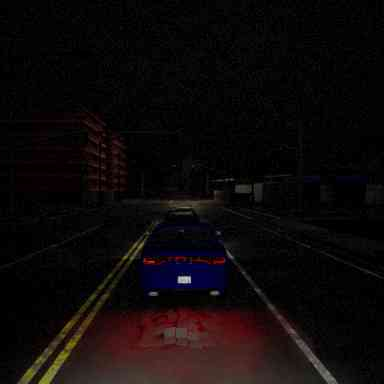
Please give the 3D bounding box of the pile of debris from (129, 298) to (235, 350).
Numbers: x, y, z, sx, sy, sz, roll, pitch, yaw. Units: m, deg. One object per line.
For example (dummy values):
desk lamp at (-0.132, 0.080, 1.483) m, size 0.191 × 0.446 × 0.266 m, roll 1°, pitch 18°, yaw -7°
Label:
pile of debris at (-0.175, 2.175, 5.675) m, size 1.500 × 0.140 × 1.860 m, roll 0°, pitch 0°, yaw -2°

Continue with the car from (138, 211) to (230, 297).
car at (-0.216, 1.478, 8.646) m, size 1.882 × 1.535 × 5.008 m, roll 0°, pitch 0°, yaw -2°
